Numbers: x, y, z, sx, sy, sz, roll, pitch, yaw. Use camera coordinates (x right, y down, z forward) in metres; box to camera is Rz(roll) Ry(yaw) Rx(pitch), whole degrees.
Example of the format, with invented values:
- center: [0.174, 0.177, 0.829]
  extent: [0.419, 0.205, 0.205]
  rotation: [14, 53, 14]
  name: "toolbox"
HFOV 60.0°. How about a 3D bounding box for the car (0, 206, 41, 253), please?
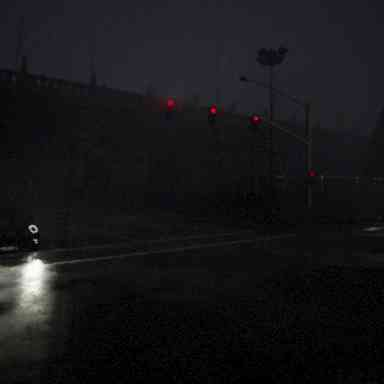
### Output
- center: [-7.595, 1.375, 13.380]
  extent: [2.097, 1.767, 4.553]
  rotation: [0, 0, -36]
  name: "car"
